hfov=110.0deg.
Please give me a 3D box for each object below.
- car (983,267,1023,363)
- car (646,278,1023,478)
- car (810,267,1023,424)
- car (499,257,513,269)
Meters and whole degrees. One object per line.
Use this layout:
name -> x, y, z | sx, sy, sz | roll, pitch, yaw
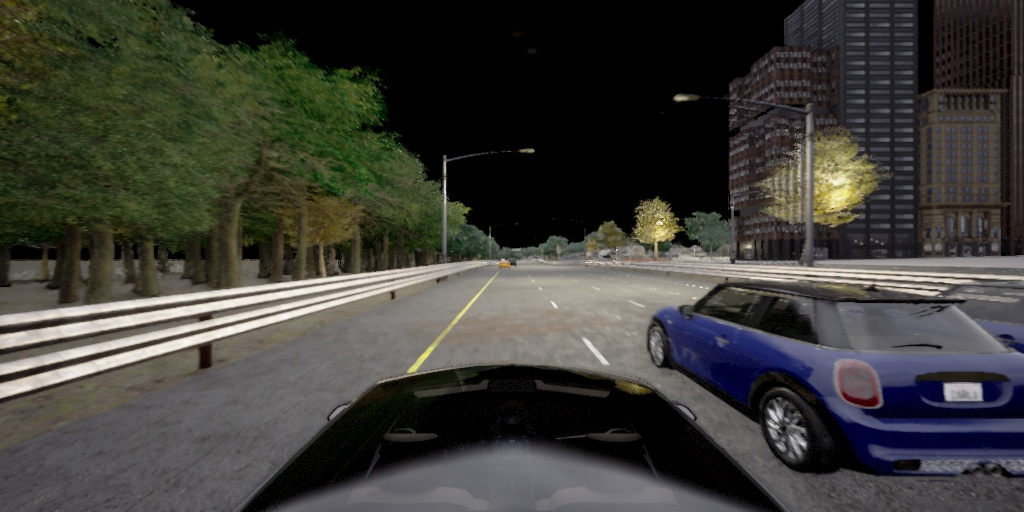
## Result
car -> 10.597, 1.109, 4.992 | 2.097, 1.767, 4.553 | 0, 0, 0
car -> 3.598, 1.108, 4.983 | 2.097, 1.767, 4.553 | 0, 0, 0
car -> 7.098, 1.109, 4.989 | 2.097, 1.767, 4.553 | 0, 0, 0
car -> -1.234, 1.391, 60.861 | 1.882, 1.535, 5.008 | 0, -1, 0
